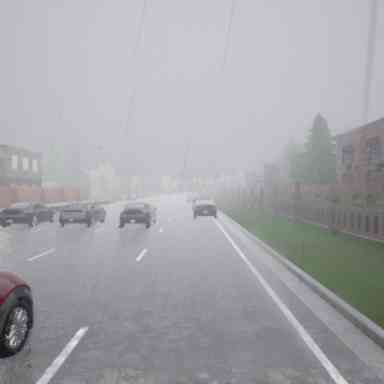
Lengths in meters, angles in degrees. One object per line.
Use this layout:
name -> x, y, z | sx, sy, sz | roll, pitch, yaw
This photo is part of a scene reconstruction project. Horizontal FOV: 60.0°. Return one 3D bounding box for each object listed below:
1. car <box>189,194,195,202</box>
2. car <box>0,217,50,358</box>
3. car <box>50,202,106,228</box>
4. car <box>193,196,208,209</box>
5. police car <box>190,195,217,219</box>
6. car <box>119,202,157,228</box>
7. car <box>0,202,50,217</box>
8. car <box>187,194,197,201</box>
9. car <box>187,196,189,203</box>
car -> 1.043, 1.182, 37.786 | 2.097, 1.767, 4.553 | 0, 0, 0
car -> -3.401, 1.337, 3.127 | 2.097, 1.767, 4.553 | 0, 0, 0
car -> -6.905, 1.395, 21.409 | 2.128, 1.511, 4.902 | 0, 0, 0
car -> 1.042, 1.330, 43.816 | 1.812, 1.442, 4.674 | 0, 0, 0
police car -> 1.045, 1.300, 27.926 | 1.930, 1.638, 5.238 | 0, 0, 0
car -> -3.404, 1.408, 21.484 | 1.837, 1.490, 4.892 | 0, 0, 0
car -> -10.404, 1.408, 21.488 | 1.837, 1.490, 4.892 | 0, 0, 0
car -> -0.014, 1.179, 75.673 | 2.033, 1.411, 5.357 | 0, 0, 0
car -> -0.009, 1.328, 61.029 | 1.895, 1.301, 4.718 | 0, 0, 0
